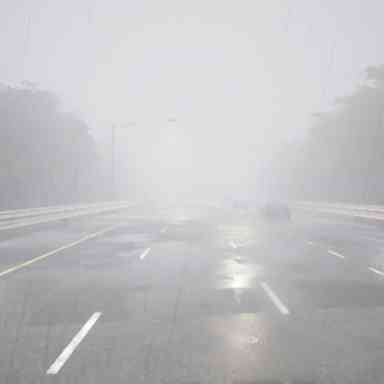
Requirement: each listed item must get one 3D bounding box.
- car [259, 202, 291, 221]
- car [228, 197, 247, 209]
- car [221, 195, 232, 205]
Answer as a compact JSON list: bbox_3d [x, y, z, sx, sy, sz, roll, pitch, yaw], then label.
[{"bbox_3d":[7.046,1.601,28.511,2.128,1.511,4.902,0,0,0],"label":"car"},{"bbox_3d":[7.144,1.836,50.606,1.994,1.385,4.181,0,0,0],"label":"car"},{"bbox_3d":[7.266,1.640,69.060,2.150,2.045,5.566,0,-1,0],"label":"car"}]
